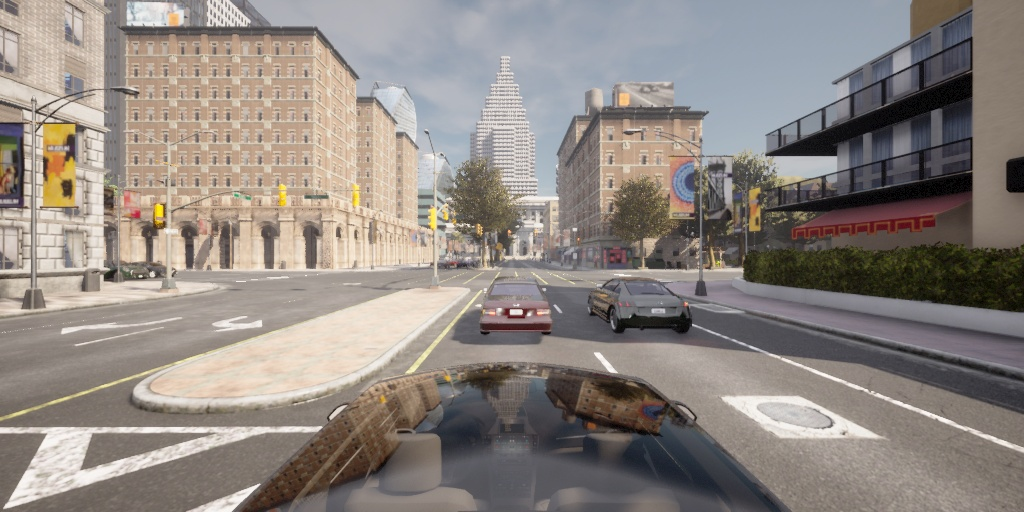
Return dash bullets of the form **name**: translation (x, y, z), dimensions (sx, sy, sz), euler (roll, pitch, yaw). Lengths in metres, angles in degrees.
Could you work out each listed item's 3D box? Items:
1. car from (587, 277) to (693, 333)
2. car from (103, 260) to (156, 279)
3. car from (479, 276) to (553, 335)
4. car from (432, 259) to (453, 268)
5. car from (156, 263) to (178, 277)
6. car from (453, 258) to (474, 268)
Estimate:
- **car**: translation (3.588, 1.318, 10.792), dimensions (1.994, 1.385, 4.181), euler (0, 0, 0)
- **car**: translation (-33.351, 1.115, 30.019), dimensions (4.553, 1.767, 2.097), euler (0, 0, 0)
- **car**: translation (0.091, 1.301, 10.532), dimensions (2.033, 1.411, 5.357), euler (0, 0, 0)
- **car**: translation (-11.631, 1.302, 60.268), dimensions (1.812, 1.442, 4.674), euler (0, 0, 0)
- **car**: translation (-34.194, 1.269, 33.515), dimensions (4.892, 1.490, 1.837), euler (0, 0, 0)
- **car**: translation (-8.130, 1.377, 60.389), dimensions (1.895, 1.301, 4.718), euler (0, 0, 0)
